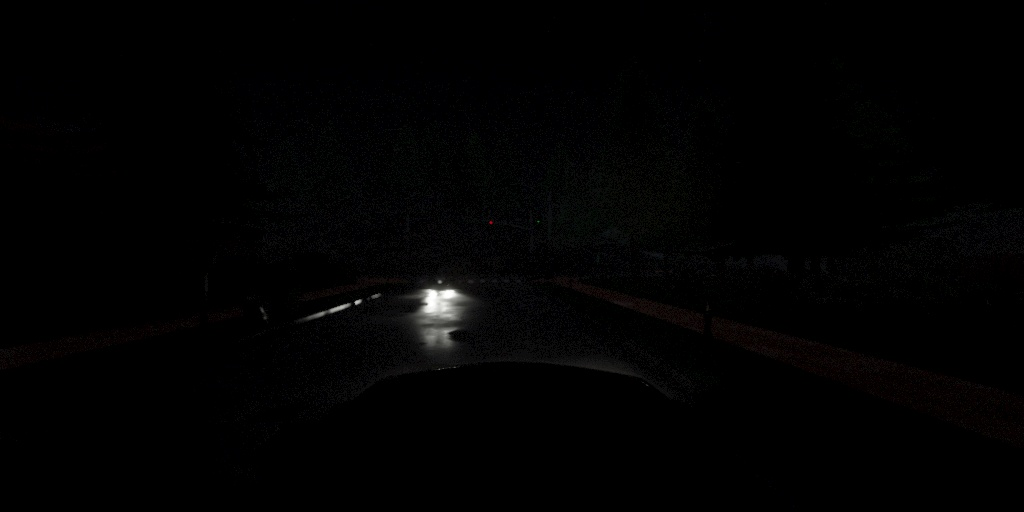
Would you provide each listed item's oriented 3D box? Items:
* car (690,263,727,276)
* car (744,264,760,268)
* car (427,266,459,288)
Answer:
[{"bbox_3d":[21.255,1.471,39.067,5.357,1.411,2.033,0,-1,-4],"label":"car"},{"bbox_3d":[28.279,1.651,43.080,4.718,1.301,1.895,0,-1,-4],"label":"car"},{"bbox_3d":[-4.949,1.499,26.307,2.128,1.511,4.902,0,-1,-4],"label":"car"}]
